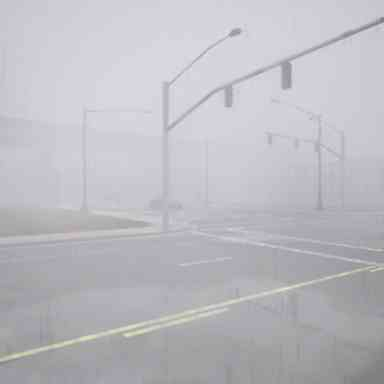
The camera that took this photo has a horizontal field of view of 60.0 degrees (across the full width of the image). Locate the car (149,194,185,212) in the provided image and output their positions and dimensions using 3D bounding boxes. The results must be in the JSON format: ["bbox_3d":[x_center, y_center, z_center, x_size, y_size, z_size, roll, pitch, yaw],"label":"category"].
[{"bbox_3d":[-2.995,1.349,36.692,1.882,1.535,5.008,0,0,-36],"label":"car"}]

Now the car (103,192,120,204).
[{"bbox_3d":[-14.253,1.000,59.551,2.150,2.045,5.566,0,0,-2],"label":"car"}]
